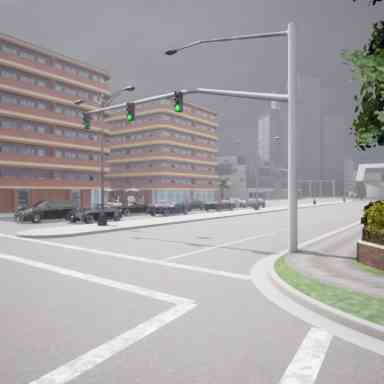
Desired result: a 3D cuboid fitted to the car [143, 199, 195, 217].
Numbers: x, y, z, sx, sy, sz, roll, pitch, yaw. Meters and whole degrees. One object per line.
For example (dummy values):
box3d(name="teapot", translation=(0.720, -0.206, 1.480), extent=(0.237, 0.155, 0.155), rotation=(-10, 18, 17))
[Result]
box3d(name="car", translation=(-2.087, 1.601, 32.000), extent=(1.895, 1.301, 4.718), rotation=(0, 0, 36))

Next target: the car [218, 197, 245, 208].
box3d(name="car", translation=(5.835, 1.525, 48.783), extent=(1.812, 1.442, 4.674), rotation=(0, 0, 36))

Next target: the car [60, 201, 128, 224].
box3d(name="car", translation=(-7.245, 1.564, 24.920), extent=(1.994, 1.385, 4.181), rotation=(0, 0, 36))

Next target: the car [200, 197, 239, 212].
box3d(name="car", translation=(3.308, 1.601, 39.407), extent=(1.895, 1.301, 4.718), rotation=(0, 0, 36))

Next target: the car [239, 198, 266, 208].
box3d(name="car", translation=(8.846, 1.525, 46.970), extent=(1.812, 1.442, 4.674), rotation=(0, 0, 36))

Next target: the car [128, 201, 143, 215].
box3d(name="car", translation=(-5.835, 1.601, 32.808), extent=(1.895, 1.301, 4.718), rotation=(0, 0, 36))

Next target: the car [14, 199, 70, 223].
box3d(name="car", translation=(-11.103, 1.352, 25.576), extent=(2.097, 1.767, 4.553), rotation=(0, 0, 36))

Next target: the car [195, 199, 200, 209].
box3d(name="car", translation=(-0.196, 1.547, 40.545), extent=(2.033, 1.411, 5.357), rotation=(0, 0, 36))
